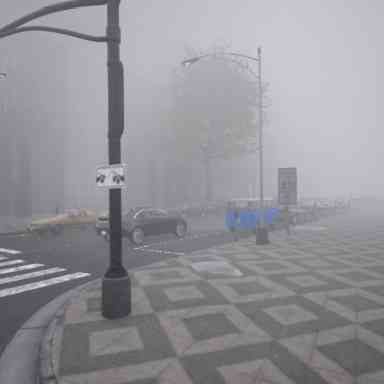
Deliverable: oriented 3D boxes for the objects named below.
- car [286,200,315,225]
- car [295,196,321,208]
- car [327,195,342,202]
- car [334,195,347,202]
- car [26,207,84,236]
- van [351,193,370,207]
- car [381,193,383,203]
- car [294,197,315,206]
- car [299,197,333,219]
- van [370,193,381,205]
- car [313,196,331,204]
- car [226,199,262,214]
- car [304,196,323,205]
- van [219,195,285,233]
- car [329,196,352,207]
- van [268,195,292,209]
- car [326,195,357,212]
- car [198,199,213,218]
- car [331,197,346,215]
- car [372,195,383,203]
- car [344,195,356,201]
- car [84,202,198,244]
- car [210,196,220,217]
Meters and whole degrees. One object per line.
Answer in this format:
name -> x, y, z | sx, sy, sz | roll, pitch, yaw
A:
car -> 6.582, 1.422, 22.761 | 1.947, 1.339, 4.313 | -1, 0, 36
car -> 15.996, 1.387, 45.696 | 2.128, 1.511, 4.902 | -1, -1, 36
car -> 30.028, 1.433, 69.900 | 2.008, 1.369, 4.403 | -1, -1, 36
car -> 33.210, 1.416, 74.317 | 1.887, 1.381, 4.507 | -1, -1, 36
car -> -6.757, 1.564, 18.835 | 1.752, 1.417, 4.829 | -1, 0, 36
van -> 22.397, 1.127, 44.725 | 1.690, 1.788, 3.998 | -1, 0, 36
car -> 31.990, 1.275, 58.039 | 1.752, 1.417, 4.829 | -1, -1, 36
car -> 18.076, 1.492, 53.305 | 1.947, 1.339, 4.313 | -1, 0, 36
car -> 9.745, 1.385, 27.153 | 1.887, 1.381, 4.507 | -1, 0, 36
van -> 28.724, 1.103, 53.511 | 1.690, 1.788, 3.998 | -1, -1, 36
car -> 24.259, 1.453, 61.889 | 2.008, 1.369, 4.403 | -1, -1, 36
car -> 5.713, 1.529, 36.139 | 2.008, 1.369, 4.403 | -1, 0, 36
car -> 21.068, 1.440, 57.460 | 1.752, 1.417, 4.829 | -1, -1, 36
van -> 3.416, 1.213, 18.370 | 1.690, 1.788, 3.998 | -1, 0, 36
car -> 21.839, 1.376, 48.674 | 2.033, 1.411, 5.357 | -1, -1, 36
van -> 11.891, 1.292, 44.723 | 1.690, 1.788, 3.998 | -1, 0, 36
car -> 16.073, 1.363, 35.938 | 2.008, 1.369, 4.403 | -1, 0, 36
car -> -0.470, 1.552, 27.555 | 1.887, 1.381, 4.507 | -1, 0, 36
car -> 12.909, 1.408, 31.546 | 1.802, 1.307, 4.206 | -1, 0, 36
car -> 35.055, 1.304, 62.294 | 1.947, 1.339, 4.313 | -1, -1, 36
car -> 39.574, 1.401, 83.153 | 2.008, 1.369, 4.403 | -1, -1, 36
car -> -2.142, 1.429, 15.379 | 2.128, 1.511, 4.902 | -1, -1, 36
car -> 2.618, 1.307, 31.848 | 2.192, 1.841, 5.009 | -1, 0, 36
